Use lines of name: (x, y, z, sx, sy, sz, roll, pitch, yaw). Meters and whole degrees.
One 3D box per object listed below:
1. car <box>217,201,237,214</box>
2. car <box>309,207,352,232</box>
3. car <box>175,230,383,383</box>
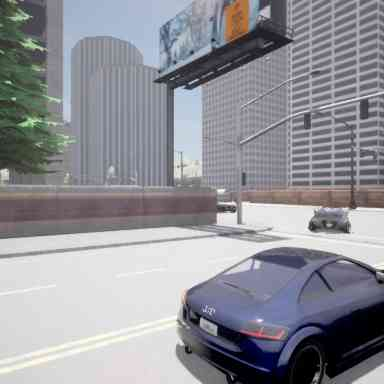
car: (2.805, 1.601, 35.648, 1.895, 1.301, 4.718, 0, 0, -35)
car: (8.152, 1.564, 19.439, 1.994, 1.385, 4.181, 0, 0, 26)
car: (1.837, 1.564, 5.099, 4.181, 1.385, 1.994, 0, 0, -35)
